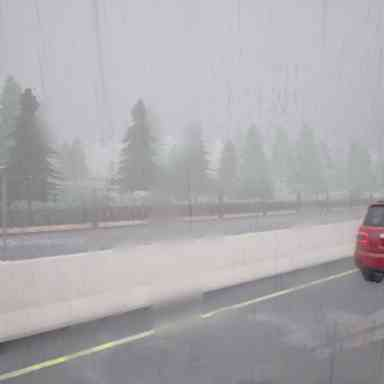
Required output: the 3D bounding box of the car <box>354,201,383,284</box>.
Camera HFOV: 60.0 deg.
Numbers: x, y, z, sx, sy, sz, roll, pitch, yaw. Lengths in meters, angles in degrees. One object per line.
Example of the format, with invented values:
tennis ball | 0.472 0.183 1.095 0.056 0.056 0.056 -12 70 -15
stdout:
car | 6.368 1.240 8.721 5.566 2.045 2.150 1 -2 -39
